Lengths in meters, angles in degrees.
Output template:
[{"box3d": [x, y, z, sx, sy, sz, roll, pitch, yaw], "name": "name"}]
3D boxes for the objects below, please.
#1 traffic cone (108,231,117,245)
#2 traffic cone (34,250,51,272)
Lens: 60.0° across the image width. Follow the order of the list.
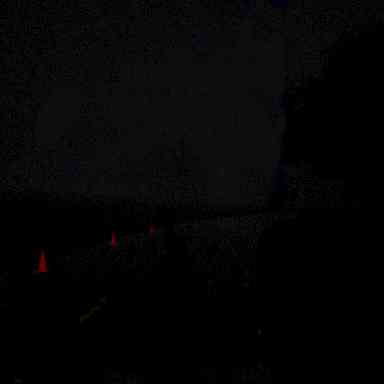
[{"box3d": [-3.458, 2.012, 14.586, 0.340, 0.580, 0.340, 0, -1, 11], "name": "traffic cone"}, {"box3d": [-4.258, 1.958, 9.485, 0.340, 0.580, 0.340, 0, 0, 7], "name": "traffic cone"}]
